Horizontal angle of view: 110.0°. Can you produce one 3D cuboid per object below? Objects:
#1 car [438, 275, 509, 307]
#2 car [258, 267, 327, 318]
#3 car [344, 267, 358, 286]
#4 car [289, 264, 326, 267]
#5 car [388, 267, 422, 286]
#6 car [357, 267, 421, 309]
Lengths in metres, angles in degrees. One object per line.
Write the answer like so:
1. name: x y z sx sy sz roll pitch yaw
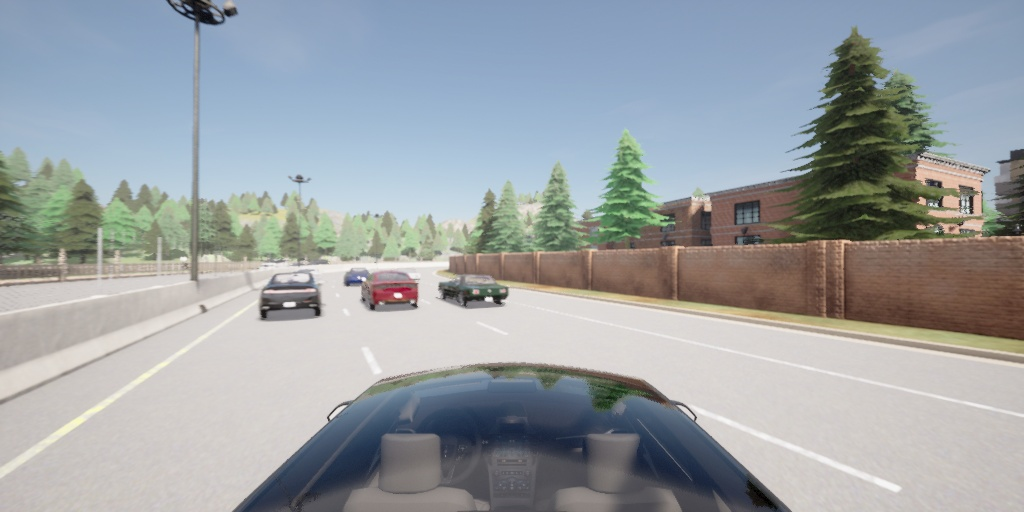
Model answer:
1. car: -1.983 1.513 16.751 1.895 1.301 4.718 0 -1 -28
2. car: -8.268 1.364 13.664 2.128 1.511 4.902 0 -1 -28
3. car: -12.245 1.594 28.614 1.994 1.385 4.181 0 -1 -26
4. car: -15.477 1.537 27.267 1.812 1.442 4.674 0 0 -26
5. car: -9.033 1.649 29.982 1.895 1.301 4.718 0 -1 -26
6. car: -5.527 1.377 15.973 1.882 1.535 5.008 0 0 -28
